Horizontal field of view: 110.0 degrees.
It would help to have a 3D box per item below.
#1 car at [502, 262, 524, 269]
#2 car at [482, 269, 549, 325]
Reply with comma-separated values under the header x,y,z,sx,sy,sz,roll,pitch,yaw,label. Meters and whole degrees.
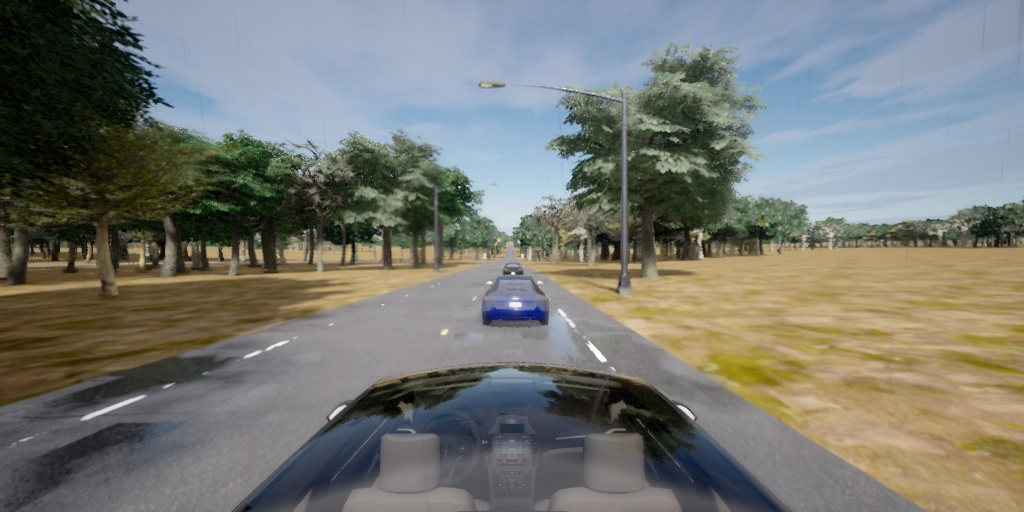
x,y,z,sx,sy,sz,roll,pitch,yaw,label
0.097,1.288,32.279,1.812,1.442,4.674,0,0,0,car
0.100,1.311,11.866,1.994,1.385,4.181,0,0,0,car
